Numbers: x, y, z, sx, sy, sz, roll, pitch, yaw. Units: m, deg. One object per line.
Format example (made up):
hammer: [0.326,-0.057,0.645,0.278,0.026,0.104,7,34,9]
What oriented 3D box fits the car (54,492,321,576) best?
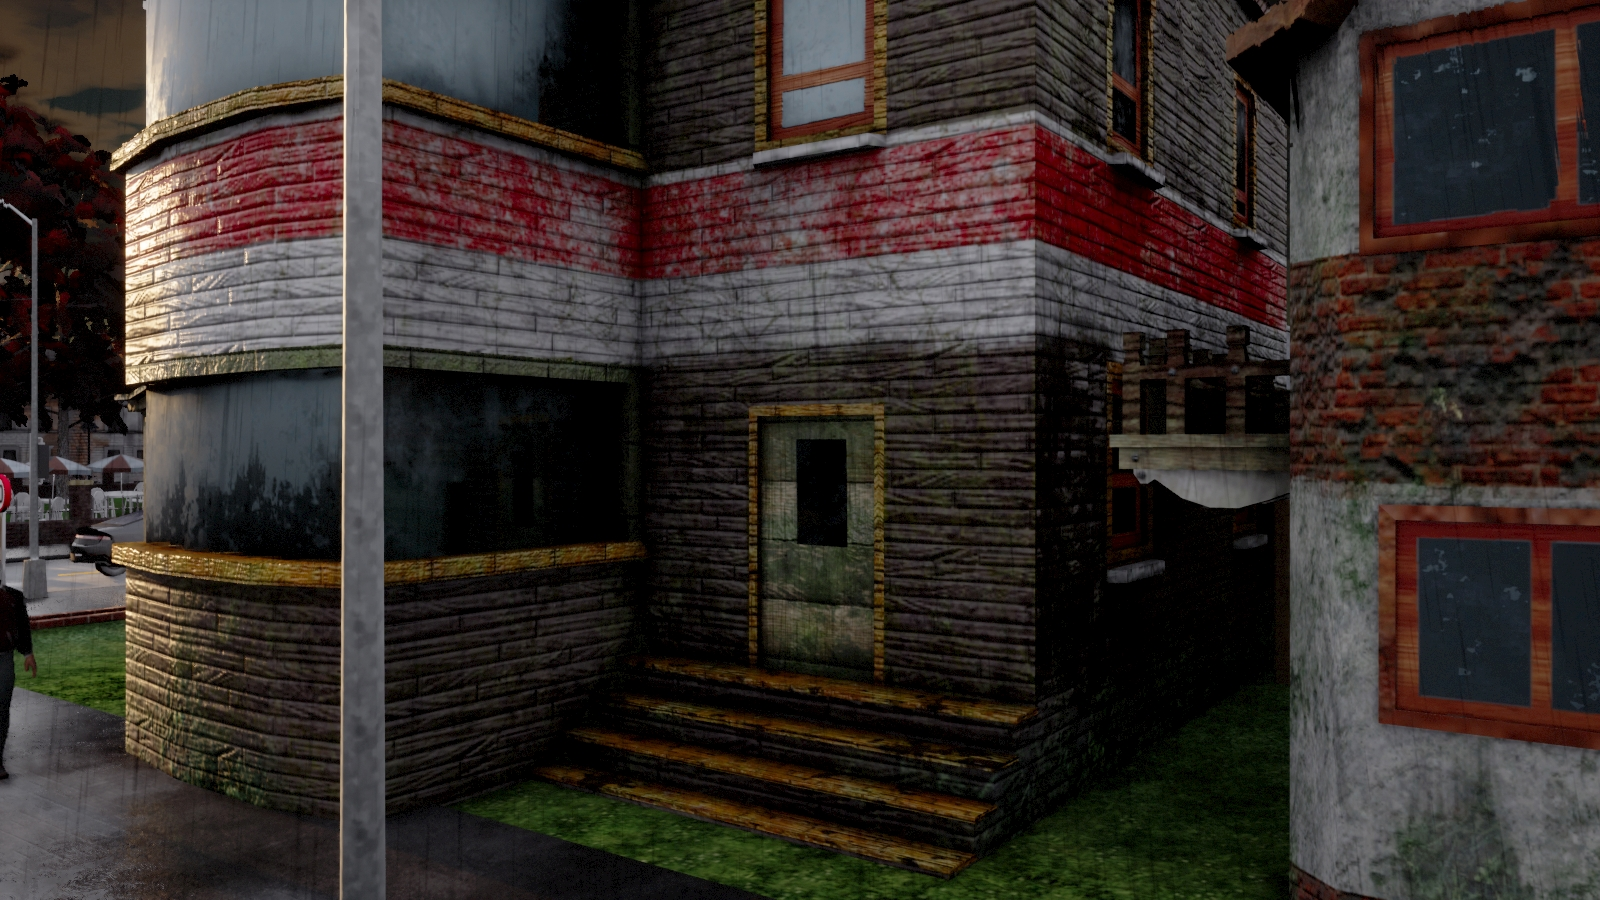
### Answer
car: [-13.748,1.817,25.958,2.128,1.511,4.902,0,0,34]

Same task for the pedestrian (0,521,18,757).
pedestrian: [-6.563,1.521,9.242,0.375,1.860,0.375,0,0,-36]
